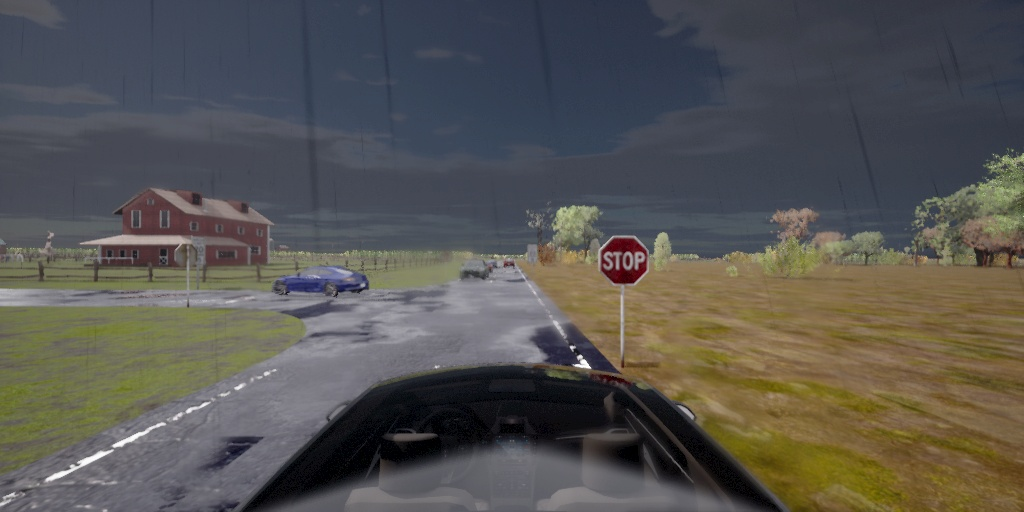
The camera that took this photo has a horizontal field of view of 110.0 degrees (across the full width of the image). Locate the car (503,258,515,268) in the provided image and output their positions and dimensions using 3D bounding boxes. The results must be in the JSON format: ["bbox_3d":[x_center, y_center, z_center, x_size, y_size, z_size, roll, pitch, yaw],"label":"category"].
[{"bbox_3d":[-0.511,1.196,62.085,1.882,1.535,5.008,0,0,0],"label":"car"}]

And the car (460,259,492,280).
[{"bbox_3d":[-3.143,1.084,30.789,2.097,1.767,4.553,0,0,1],"label":"car"}]

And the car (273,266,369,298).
[{"bbox_3d":[-9.331,1.215,17.603,4.674,1.442,1.812,0,-1,14],"label":"car"}]

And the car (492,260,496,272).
[{"bbox_3d":[-3.184,1.327,41.685,1.895,1.301,4.718,0,0,0],"label":"car"}]
